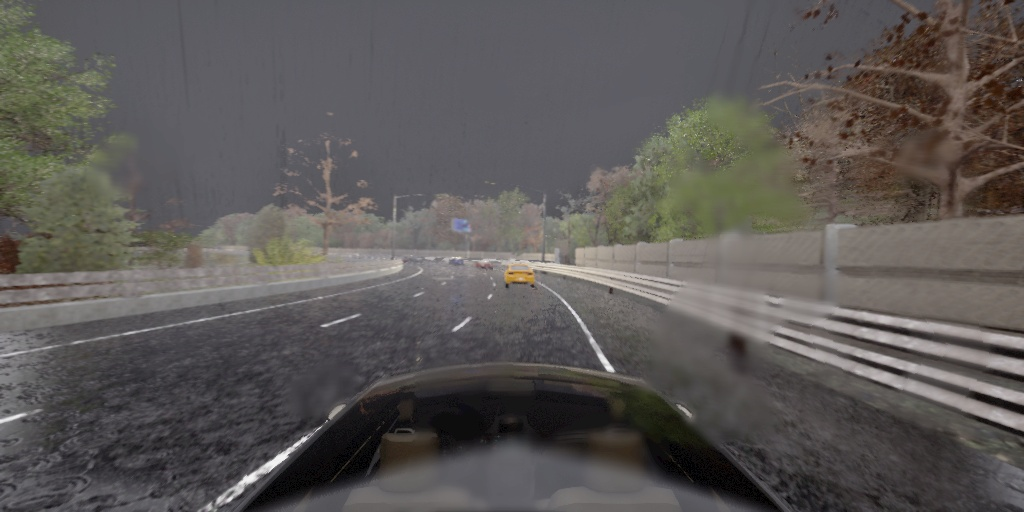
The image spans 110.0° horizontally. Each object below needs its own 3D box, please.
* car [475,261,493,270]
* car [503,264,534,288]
[{"bbox_3d":[-4.110,1.327,51.757,1.895,1.301,4.718,2,0,-17],"label":"car"},{"bbox_3d":[0.424,1.287,25.012,1.882,1.535,5.008,2,0,-3],"label":"car"}]
